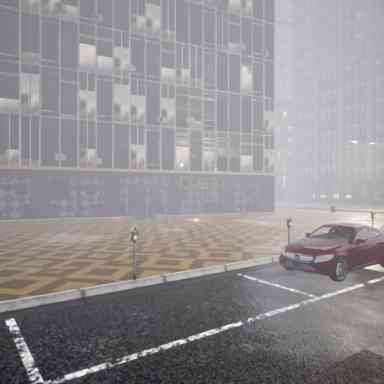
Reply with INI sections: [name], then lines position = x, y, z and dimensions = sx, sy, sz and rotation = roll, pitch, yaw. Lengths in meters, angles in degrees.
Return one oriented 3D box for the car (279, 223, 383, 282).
[car]
position = 4.361, 1.579, 9.684
dimensions = 4.206, 1.307, 1.802
rotation = 0, 0, -36
